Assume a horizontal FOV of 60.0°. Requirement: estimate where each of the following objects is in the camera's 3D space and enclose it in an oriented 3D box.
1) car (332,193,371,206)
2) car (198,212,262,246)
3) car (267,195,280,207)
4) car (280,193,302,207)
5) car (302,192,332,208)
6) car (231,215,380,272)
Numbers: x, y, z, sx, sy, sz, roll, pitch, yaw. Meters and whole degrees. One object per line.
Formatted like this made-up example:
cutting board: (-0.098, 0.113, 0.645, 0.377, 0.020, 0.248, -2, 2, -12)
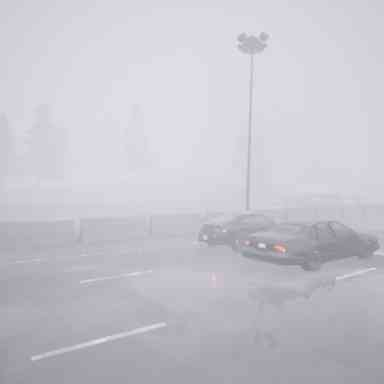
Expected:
car: (18.982, 1.228, 39.006, 4.553, 1.767, 2.097, -1, 0, -35)
car: (2.377, 1.556, 14.045, 4.674, 1.442, 1.812, 0, 0, -36)
car: (12.890, 1.227, 47.549, 4.553, 1.767, 2.097, -1, 0, -35)
car: (14.821, 1.098, 44.633, 5.566, 2.045, 2.150, -1, 0, -35)
car: (16.853, 1.098, 41.785, 5.566, 2.045, 2.150, -1, 0, -35)
car: (4.033, 1.577, 10.928, 5.357, 1.411, 2.033, 0, 0, -36)
